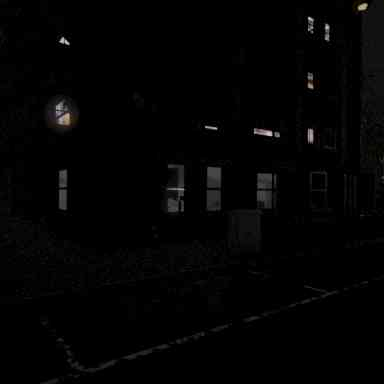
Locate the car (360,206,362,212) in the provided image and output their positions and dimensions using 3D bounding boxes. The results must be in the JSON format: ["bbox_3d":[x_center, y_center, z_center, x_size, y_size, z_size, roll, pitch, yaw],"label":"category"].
[{"bbox_3d":[13.191,1.256,31.808,2.033,1.411,5.357,0,1,-37],"label":"car"}]
